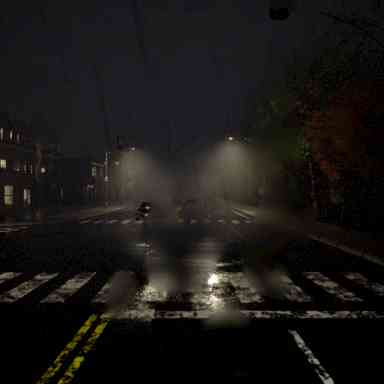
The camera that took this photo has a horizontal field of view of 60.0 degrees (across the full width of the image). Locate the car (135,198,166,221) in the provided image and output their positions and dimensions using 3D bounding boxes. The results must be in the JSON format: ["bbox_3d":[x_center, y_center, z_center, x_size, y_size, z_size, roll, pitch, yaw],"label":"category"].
[{"bbox_3d":[-3.417,1.497,27.294,1.837,1.490,4.892,0,0,0],"label":"car"}]

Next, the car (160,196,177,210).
[{"bbox_3d":[-3.452,1.337,42.472,2.097,1.767,4.553,0,0,0],"label":"car"}]

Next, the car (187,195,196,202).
[{"bbox_3d":[-0.168,1.511,74.659,2.033,1.411,5.357,0,0,0],"label":"car"}]

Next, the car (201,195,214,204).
[{"bbox_3d":[3.199,1.577,63.217,1.895,1.301,4.718,0,0,0],"label":"car"}]

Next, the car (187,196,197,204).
[{"bbox_3d":[-0.057,1.577,64.460,1.895,1.301,4.718,0,0,0],"label":"car"}]

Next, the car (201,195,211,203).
[{"bbox_3d":[3.072,1.495,73.222,2.128,1.511,4.902,0,0,0],"label":"car"}]
